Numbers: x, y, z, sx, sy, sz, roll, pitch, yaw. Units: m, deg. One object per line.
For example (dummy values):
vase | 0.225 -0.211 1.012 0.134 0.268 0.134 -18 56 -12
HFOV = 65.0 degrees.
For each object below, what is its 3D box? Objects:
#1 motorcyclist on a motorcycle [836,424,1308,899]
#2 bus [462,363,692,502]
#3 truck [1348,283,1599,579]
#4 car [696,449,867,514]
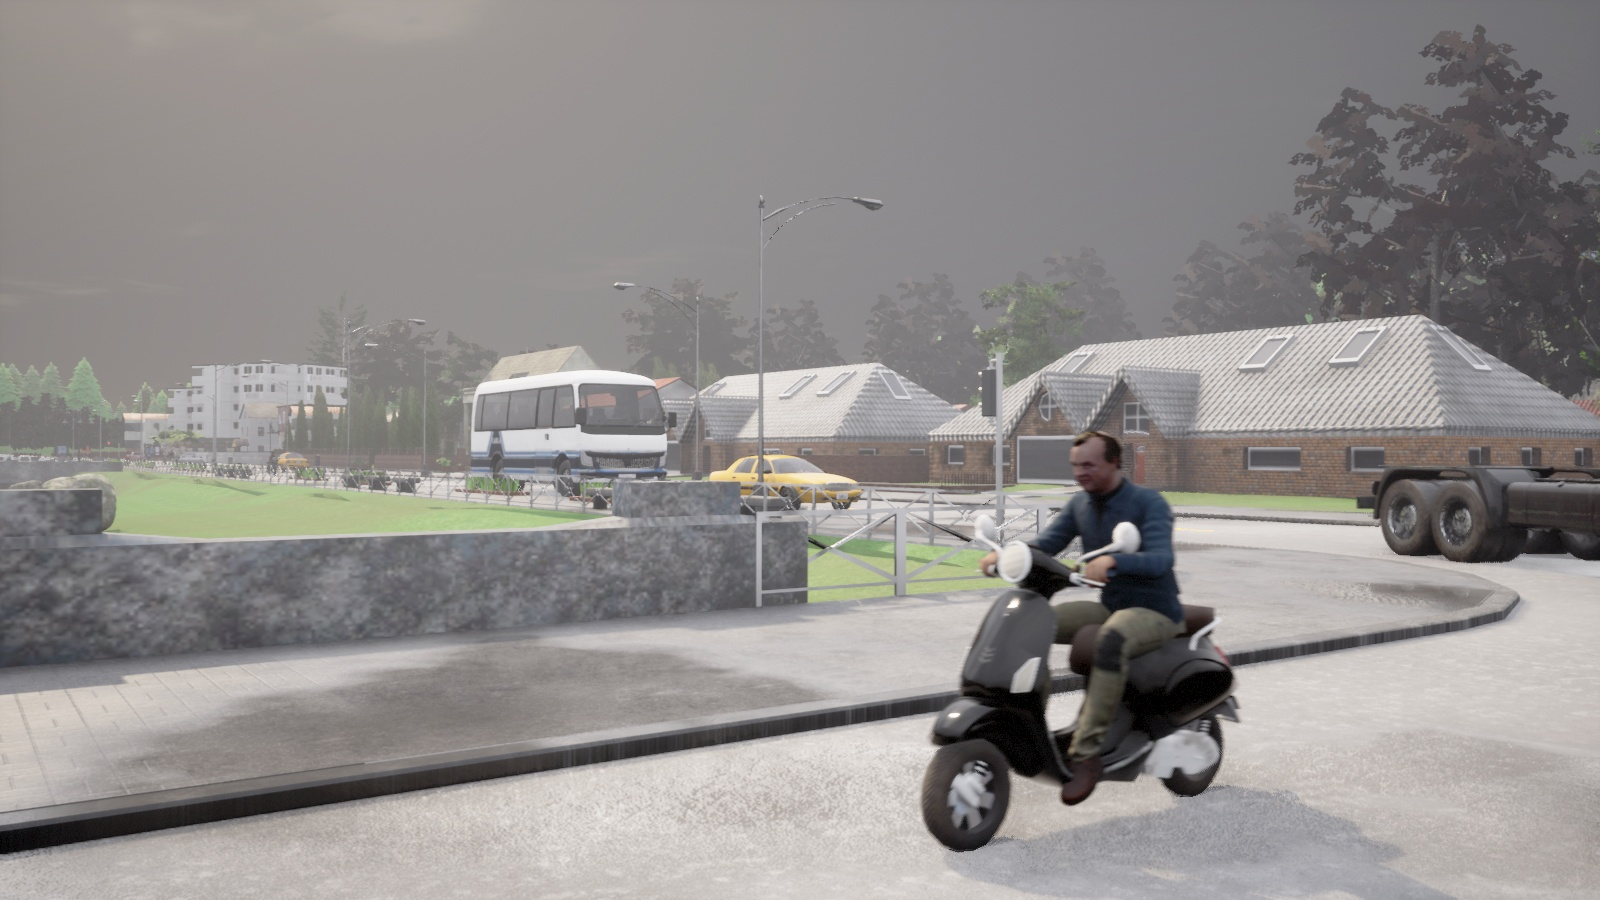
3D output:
motorcyclist on a motorcycle | 1.133 0.710 5.079 1.817 1.590 0.866 0 0 -35
bus | -8.044 -0.496 43.758 3.944 4.253 10.273 0 0 -35
truck | 10.623 -0.210 15.999 2.891 3.462 7.936 0 0 -8
car | -0.602 0.777 33.073 1.801 1.575 5.366 0 0 -35
